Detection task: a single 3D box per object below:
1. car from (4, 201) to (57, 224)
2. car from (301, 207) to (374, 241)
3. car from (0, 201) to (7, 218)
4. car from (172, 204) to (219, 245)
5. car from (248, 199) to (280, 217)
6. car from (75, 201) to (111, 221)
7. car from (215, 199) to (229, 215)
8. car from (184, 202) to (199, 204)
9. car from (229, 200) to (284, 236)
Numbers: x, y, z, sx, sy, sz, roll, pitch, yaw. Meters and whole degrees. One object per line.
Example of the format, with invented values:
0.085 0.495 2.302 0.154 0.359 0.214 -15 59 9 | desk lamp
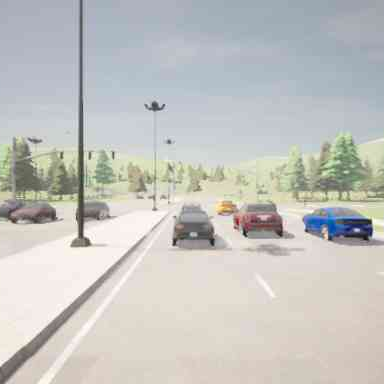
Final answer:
-11.653 1.529 24.871 1.812 1.442 4.674 0 0 0 | car
7.050 1.479 16.710 1.882 1.535 5.008 0 0 0 | car
-15.145 1.497 27.937 2.128 1.511 4.902 0 0 0 | car
0.054 1.527 15.548 1.812 1.442 4.674 0 0 0 | car
6.956 1.495 32.651 2.128 1.511 4.902 0 0 0 | car
-8.146 1.510 27.716 1.837 1.490 4.892 0 -1 0 | car
3.426 1.481 34.149 1.882 1.535 5.008 0 0 -1 | car
-0.047 1.605 32.638 1.895 1.301 4.718 0 0 -1 | car
3.540 1.353 18.562 2.097 1.767 4.553 0 0 0 | car
